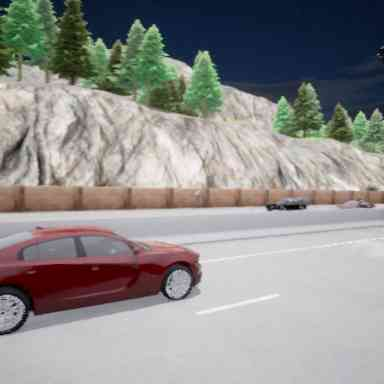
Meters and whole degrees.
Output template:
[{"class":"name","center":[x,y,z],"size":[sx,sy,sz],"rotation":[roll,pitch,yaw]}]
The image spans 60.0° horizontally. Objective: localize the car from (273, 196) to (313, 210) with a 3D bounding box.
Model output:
[{"class":"car","center":[12.507,1.314,41.155],"size":[4.902,1.511,2.128],"rotation":[1,0,-33]}]

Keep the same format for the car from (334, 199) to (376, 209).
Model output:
[{"class":"car","center":[14.848,1.459,30.180],"size":[4.674,1.442,1.812],"rotation":[0,1,-33]}]

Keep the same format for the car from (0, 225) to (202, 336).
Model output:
[{"class":"car","center":[-2.114,1.397,6.541],"size":[5.008,1.535,1.882],"rotation":[0,1,-33]}]

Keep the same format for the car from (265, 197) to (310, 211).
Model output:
[{"class":"car","center":[10.045,1.437,35.412],"size":[4.718,1.301,1.895],"rotation":[0,1,-33]}]

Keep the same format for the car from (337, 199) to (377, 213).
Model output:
[{"class":"car","center":[18.117,1.487,36.443],"size":[4.181,1.385,1.994],"rotation":[0,1,-33]}]
